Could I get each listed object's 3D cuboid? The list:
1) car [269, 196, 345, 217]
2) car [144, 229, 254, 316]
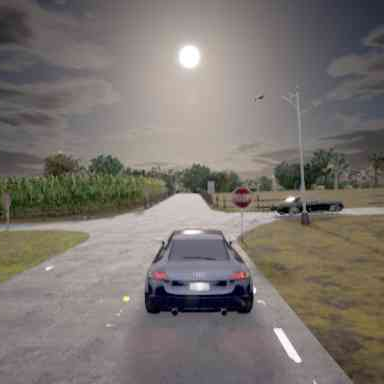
[{"bbox_3d":[7.859,0.918,22.721,4.718,1.301,1.895,-3,0,-9],"label":"car"},{"bbox_3d":[0.116,1.523,7.540,1.994,1.385,4.181,0,0,0],"label":"car"}]
